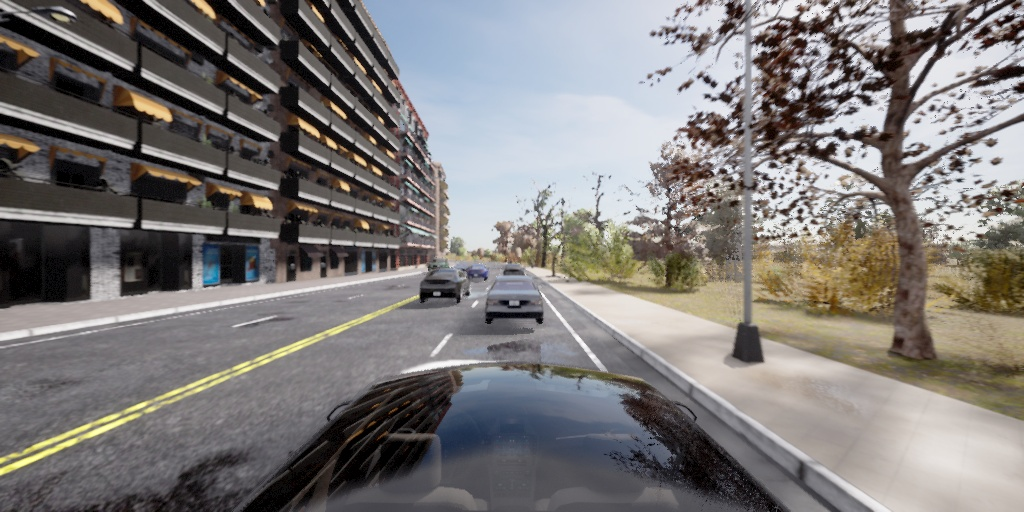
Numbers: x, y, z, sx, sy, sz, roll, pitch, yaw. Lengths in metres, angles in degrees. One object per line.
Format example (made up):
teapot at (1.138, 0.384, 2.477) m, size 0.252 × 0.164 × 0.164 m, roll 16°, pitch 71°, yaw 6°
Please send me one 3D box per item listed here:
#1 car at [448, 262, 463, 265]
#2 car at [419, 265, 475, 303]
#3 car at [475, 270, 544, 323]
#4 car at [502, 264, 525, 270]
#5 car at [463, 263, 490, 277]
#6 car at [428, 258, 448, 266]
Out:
car at (-6.597, 1.614, 46.620) m, size 2.033 × 1.411 × 5.357 m, roll 0°, pitch 0°, yaw -1°
car at (-3.141, 1.362, 17.451) m, size 1.837 × 1.490 × 4.892 m, roll 0°, pitch -1°, yaw 0°
car at (0.082, 1.371, 12.508) m, size 2.033 × 1.411 × 5.357 m, roll 0°, pitch 0°, yaw 0°
car at (0.132, 1.469, 32.405) m, size 1.837 × 1.490 × 4.892 m, roll 0°, pitch 0°, yaw 0°
car at (-3.116, 1.496, 33.318) m, size 1.812 × 1.442 × 4.674 m, roll 0°, pitch 0°, yaw 0°
car at (-9.865, 1.304, 48.541) m, size 2.150 × 2.045 × 5.566 m, roll 0°, pitch -1°, yaw -1°
